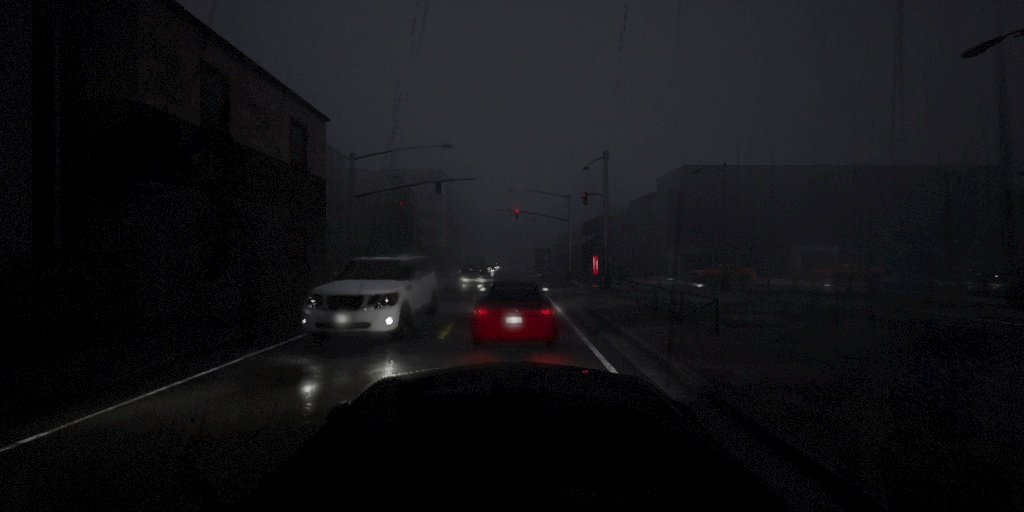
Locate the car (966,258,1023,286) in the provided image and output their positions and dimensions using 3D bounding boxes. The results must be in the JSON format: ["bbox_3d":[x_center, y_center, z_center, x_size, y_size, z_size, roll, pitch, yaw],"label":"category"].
[{"bbox_3d":[41.325,1.148,29.590,5.566,2.045,2.150,0,0,1],"label":"car"}]

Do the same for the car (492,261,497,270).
[{"bbox_3d":[-3.582,1.275,52.739,1.812,1.442,4.674,0,0,0],"label":"car"}]

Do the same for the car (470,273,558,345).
[{"bbox_3d":[0.064,1.314,9.508,1.994,1.385,4.181,0,0,0],"label":"car"}]

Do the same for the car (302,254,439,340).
[{"bbox_3d":[-3.585,0.971,10.286,2.150,2.045,5.566,0,0,-1],"label":"car"}]

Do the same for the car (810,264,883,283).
[{"bbox_3d":[27.526,1.404,29.602,5.008,1.535,1.882,0,0,0],"label":"car"}]

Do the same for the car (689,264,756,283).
[{"bbox_3d":[17.302,1.404,29.582,5.008,1.535,1.882,0,0,0],"label":"car"}]

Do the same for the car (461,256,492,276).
[{"bbox_3d":[-3.802,0.972,37.461,2.150,2.045,5.566,0,0,4],"label":"car"}]
